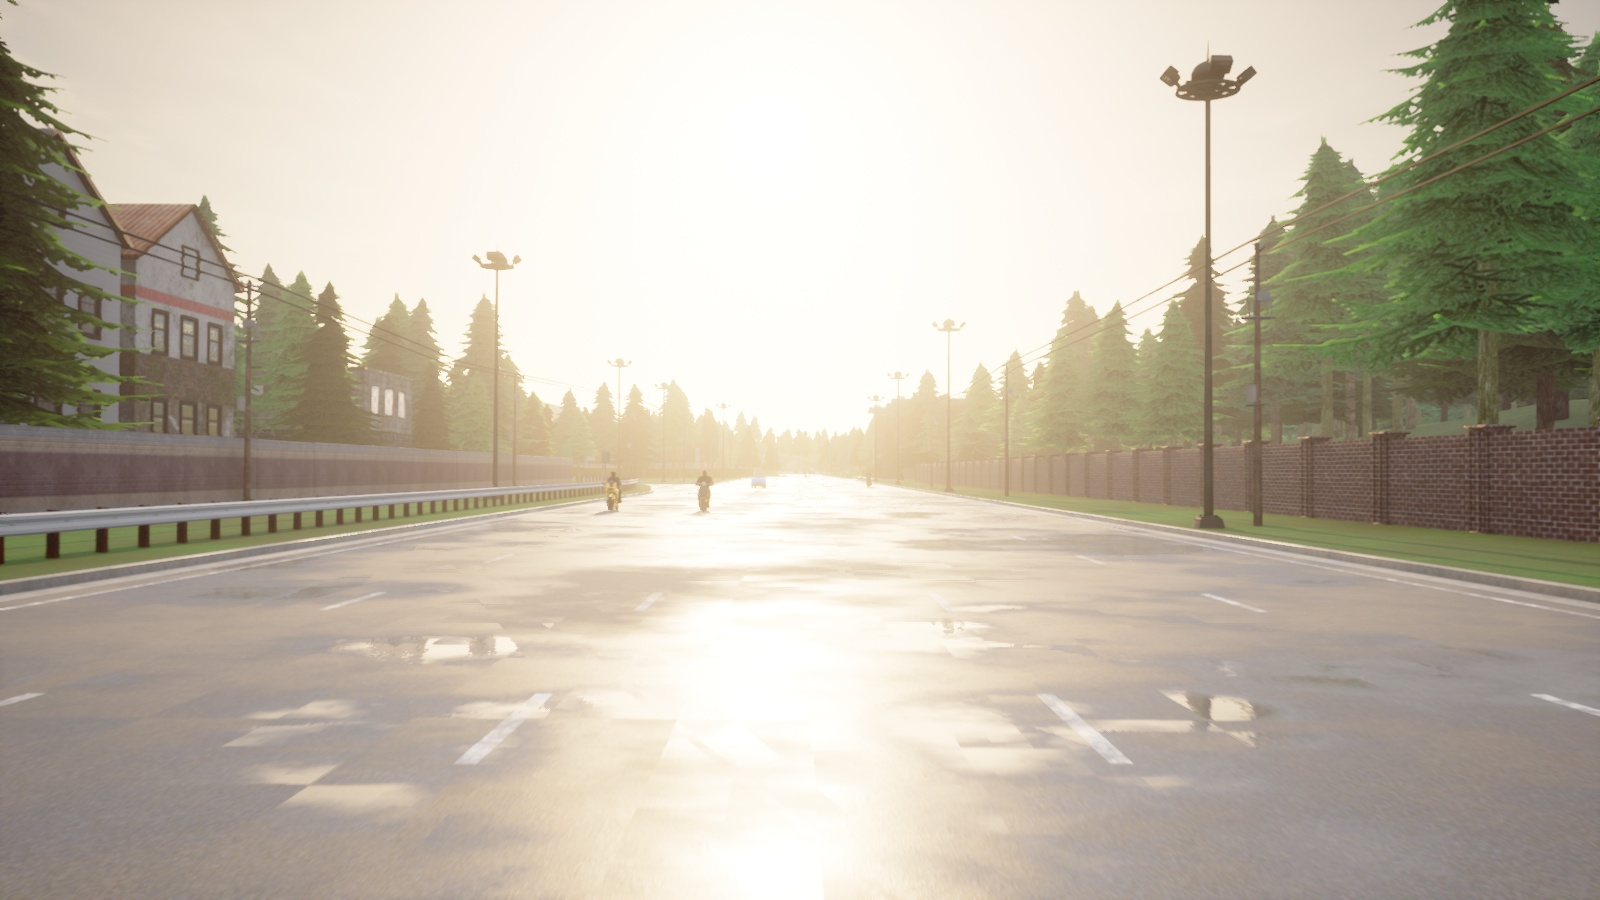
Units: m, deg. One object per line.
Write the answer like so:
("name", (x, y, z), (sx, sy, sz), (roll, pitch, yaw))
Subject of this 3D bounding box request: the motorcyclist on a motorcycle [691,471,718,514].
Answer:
("motorcyclist on a motorcycle", (-3.614, 1.578, 47.510), (0.866, 1.590, 1.817), (0, -1, 0))

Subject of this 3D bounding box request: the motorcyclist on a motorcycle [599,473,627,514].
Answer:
("motorcyclist on a motorcycle", (-7.115, 1.626, 47.847), (0.797, 1.523, 2.044), (0, -1, 0))
